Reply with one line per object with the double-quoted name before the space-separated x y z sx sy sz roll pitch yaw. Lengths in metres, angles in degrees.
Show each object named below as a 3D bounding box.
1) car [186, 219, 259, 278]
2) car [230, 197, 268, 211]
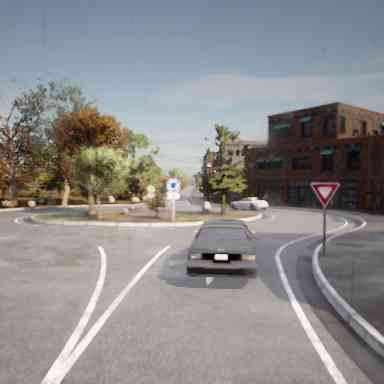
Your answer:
"car" 0.969 1.537 10.066 2.033 1.411 5.357 0 0 7
"car" 6.316 1.306 37.026 1.812 1.442 4.674 -2 1 -38
